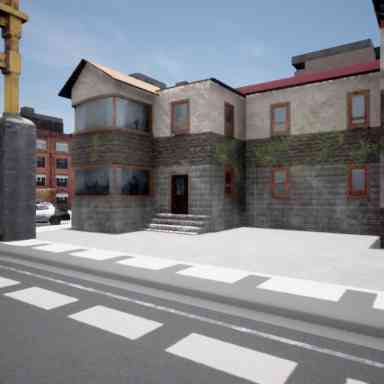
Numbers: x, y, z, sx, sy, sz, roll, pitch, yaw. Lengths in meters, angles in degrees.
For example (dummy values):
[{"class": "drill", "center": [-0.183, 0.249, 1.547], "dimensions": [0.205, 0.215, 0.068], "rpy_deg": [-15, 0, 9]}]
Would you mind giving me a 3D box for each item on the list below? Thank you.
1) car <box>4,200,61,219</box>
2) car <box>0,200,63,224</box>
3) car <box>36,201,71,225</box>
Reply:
[{"class": "car", "center": [-12.072, 1.295, 25.544], "dimensions": [1.853, 1.218, 4.536], "rpy_deg": [0, 0, 5]}, {"class": "car", "center": [-12.077, 1.452, 25.492], "dimensions": [2.038, 1.542, 4.974], "rpy_deg": [0, 0, 5]}, {"class": "car", "center": [-10.700, 1.295, 22.028], "dimensions": [4.536, 1.218, 1.853], "rpy_deg": [0, 0, -25]}]
